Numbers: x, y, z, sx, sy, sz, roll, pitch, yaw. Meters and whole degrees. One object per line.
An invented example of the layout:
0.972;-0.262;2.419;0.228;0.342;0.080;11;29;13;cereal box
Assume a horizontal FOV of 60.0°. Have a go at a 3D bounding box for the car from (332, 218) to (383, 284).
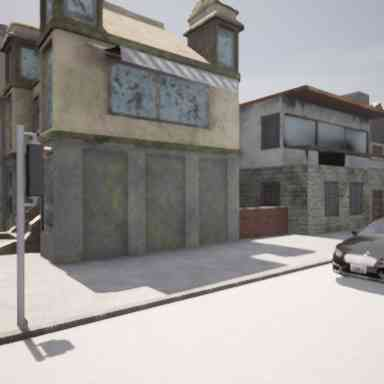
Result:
5.714;1.468;9.024;4.902;1.511;2.128;0;0;-37;car
